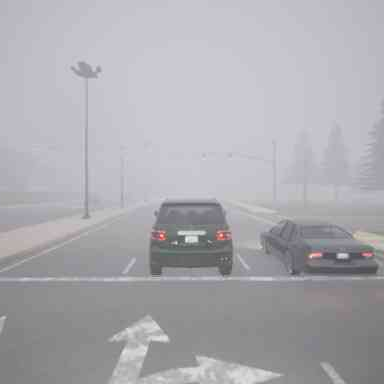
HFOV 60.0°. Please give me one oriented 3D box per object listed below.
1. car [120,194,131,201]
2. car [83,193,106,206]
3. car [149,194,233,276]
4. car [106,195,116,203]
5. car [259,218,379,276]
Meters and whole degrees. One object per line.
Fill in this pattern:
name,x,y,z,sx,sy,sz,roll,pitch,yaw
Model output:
car,-15.850,1.235,79.523,1.882,1.535,5.008,0,0,0
car,-16.030,1.354,53.498,2.128,1.511,4.902,0,0,1
car,-0.054,1.193,10.421,2.150,2.045,5.566,0,0,-1
car,-15.944,1.360,64.313,1.812,1.442,4.674,0,0,1
car,3.480,1.520,10.218,2.033,1.411,5.357,0,0,0
